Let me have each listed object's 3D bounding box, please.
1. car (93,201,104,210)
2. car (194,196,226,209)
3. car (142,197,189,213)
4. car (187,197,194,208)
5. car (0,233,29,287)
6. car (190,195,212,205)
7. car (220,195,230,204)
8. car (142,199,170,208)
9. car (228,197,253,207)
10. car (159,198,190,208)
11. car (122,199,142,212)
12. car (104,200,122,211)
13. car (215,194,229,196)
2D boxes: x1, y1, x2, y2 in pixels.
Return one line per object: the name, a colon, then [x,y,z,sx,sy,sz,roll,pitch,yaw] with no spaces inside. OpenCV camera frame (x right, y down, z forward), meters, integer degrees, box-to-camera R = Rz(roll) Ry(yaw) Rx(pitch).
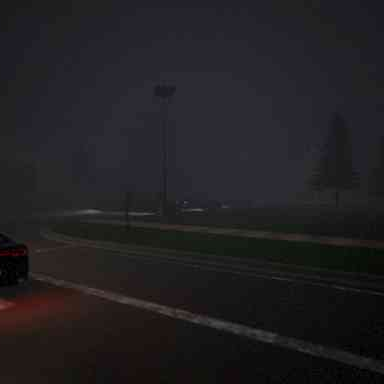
car: [-11.566,1.775,45.837,1.994,1.385,4.181,0,0,34]
car: [2.639,1.714,47.816,1.994,1.385,4.181,0,0,35]
car: [-3.070,1.697,39.657,2.033,1.411,5.357,0,0,35]
car: [-0.500,1.522,49.446,2.097,1.767,4.553,0,0,35]
car: [-6.070,1.534,8.306,5.008,1.535,1.882,0,0,36]
car: [1.747,1.564,64.787,2.097,1.767,4.553,0,0,35]
car: [7.355,1.719,60.611,2.033,1.411,5.357,0,0,35]
car: [-5.726,1.812,54.181,1.895,1.301,4.718,0,0,35]
car: [8.411,1.751,56.062,1.895,1.301,4.718,0,0,35]
car: [-2.657,1.738,52.470,2.033,1.411,5.357,0,0,35]
car: [-6.095,1.695,41.402,1.812,1.442,4.674,0,0,34]
car: [-8.666,1.681,43.867,2.128,1.511,4.902,0,0,35]
car: [5.453,1.414,63.979,2.150,2.045,5.566,0,0,35]
